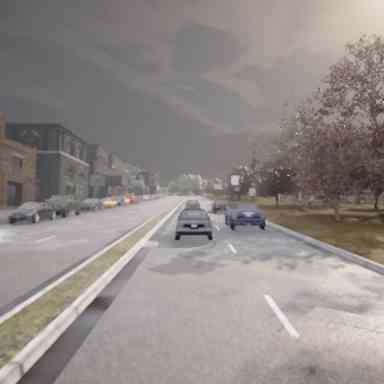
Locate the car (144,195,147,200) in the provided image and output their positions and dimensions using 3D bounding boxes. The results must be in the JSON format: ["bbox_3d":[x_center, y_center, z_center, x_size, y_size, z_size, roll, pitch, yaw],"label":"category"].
[{"bbox_3d":[-12.044,1.567,74.655,2.231,1.521,4.892,0,0,0],"label":"car"}]

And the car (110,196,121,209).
[{"bbox_3d":[-11.912,1.508,46.713,1.946,1.575,5.366,0,0,0],"label":"car"}]

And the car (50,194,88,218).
[{"bbox_3d":[-11.834,1.228,30.420,2.435,2.045,5.566,0,0,0],"label":"car"}]

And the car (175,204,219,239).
[{"bbox_3d":[0.093,1.578,17.483,2.033,1.411,5.357,0,0,0],"label":"car"}]

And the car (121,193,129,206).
[{"bbox_3d":[-11.939,1.396,52.455,2.185,1.767,4.553,0,0,0],"label":"car"}]

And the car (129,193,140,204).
[{"bbox_3d":[-11.991,1.292,63.445,2.435,2.045,5.566,0,0,0],"label":"car"}]

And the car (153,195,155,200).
[{"bbox_3d":[-12.121,1.473,91.256,2.185,1.767,4.553,0,0,0],"label":"car"}]

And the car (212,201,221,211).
[{"bbox_3d":[3.336,1.669,39.111,1.895,1.301,4.718,0,0,0],"label":"car"}]

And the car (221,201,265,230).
[{"bbox_3d":[3.342,1.391,21.712,2.097,1.767,4.553,0,0,0],"label":"car"}]

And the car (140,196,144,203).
[{"bbox_3d":[-12.020,1.556,69.129,2.231,1.521,4.892,0,0,0],"label":"car"}]

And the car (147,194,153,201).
[{"bbox_3d":[-12.097,1.584,85.513,1.946,1.575,5.366,0,0,0],"label":"car"}]

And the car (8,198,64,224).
[{"bbox_3d":[-11.808,1.469,24.930,2.231,1.521,4.892,0,0,0],"label":"car"}]

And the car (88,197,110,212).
[{"bbox_3d":[-11.935,1.499,39.840,2.231,1.521,4.892,0,0,0],"label":"car"}]

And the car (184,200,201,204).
[{"bbox_3d":[0.086,1.617,39.963,2.033,1.411,5.357,0,0,0],"label":"car"}]

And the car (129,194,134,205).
[{"bbox_3d":[-11.964,1.529,57.763,1.946,1.575,5.366,0,0,0],"label":"car"}]
